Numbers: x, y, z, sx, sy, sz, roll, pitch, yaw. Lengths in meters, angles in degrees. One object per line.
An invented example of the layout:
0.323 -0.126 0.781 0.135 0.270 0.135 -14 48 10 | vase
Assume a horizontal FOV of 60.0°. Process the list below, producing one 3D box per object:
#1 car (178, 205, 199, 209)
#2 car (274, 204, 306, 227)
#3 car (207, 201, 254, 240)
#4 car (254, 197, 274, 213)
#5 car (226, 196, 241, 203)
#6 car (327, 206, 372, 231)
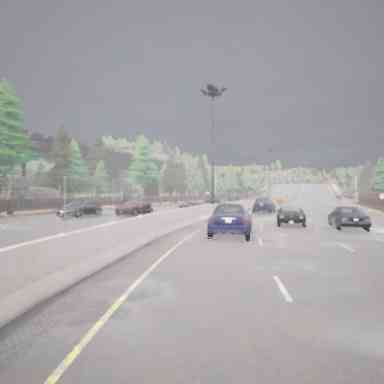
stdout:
-0.044 1.637 36.551 1.895 1.301 4.718 0 0 20 | car
7.014 1.669 23.693 1.895 1.301 4.718 0 0 15 | car
2.082 1.382 17.624 2.097 1.767 4.553 0 0 11 | car
8.319 1.443 38.303 2.097 1.767 4.553 0 0 20 | car
8.751 1.606 69.644 2.033 1.411 5.357 0 0 21 | car
9.984 1.632 21.391 2.033 1.411 5.357 0 0 15 | car
